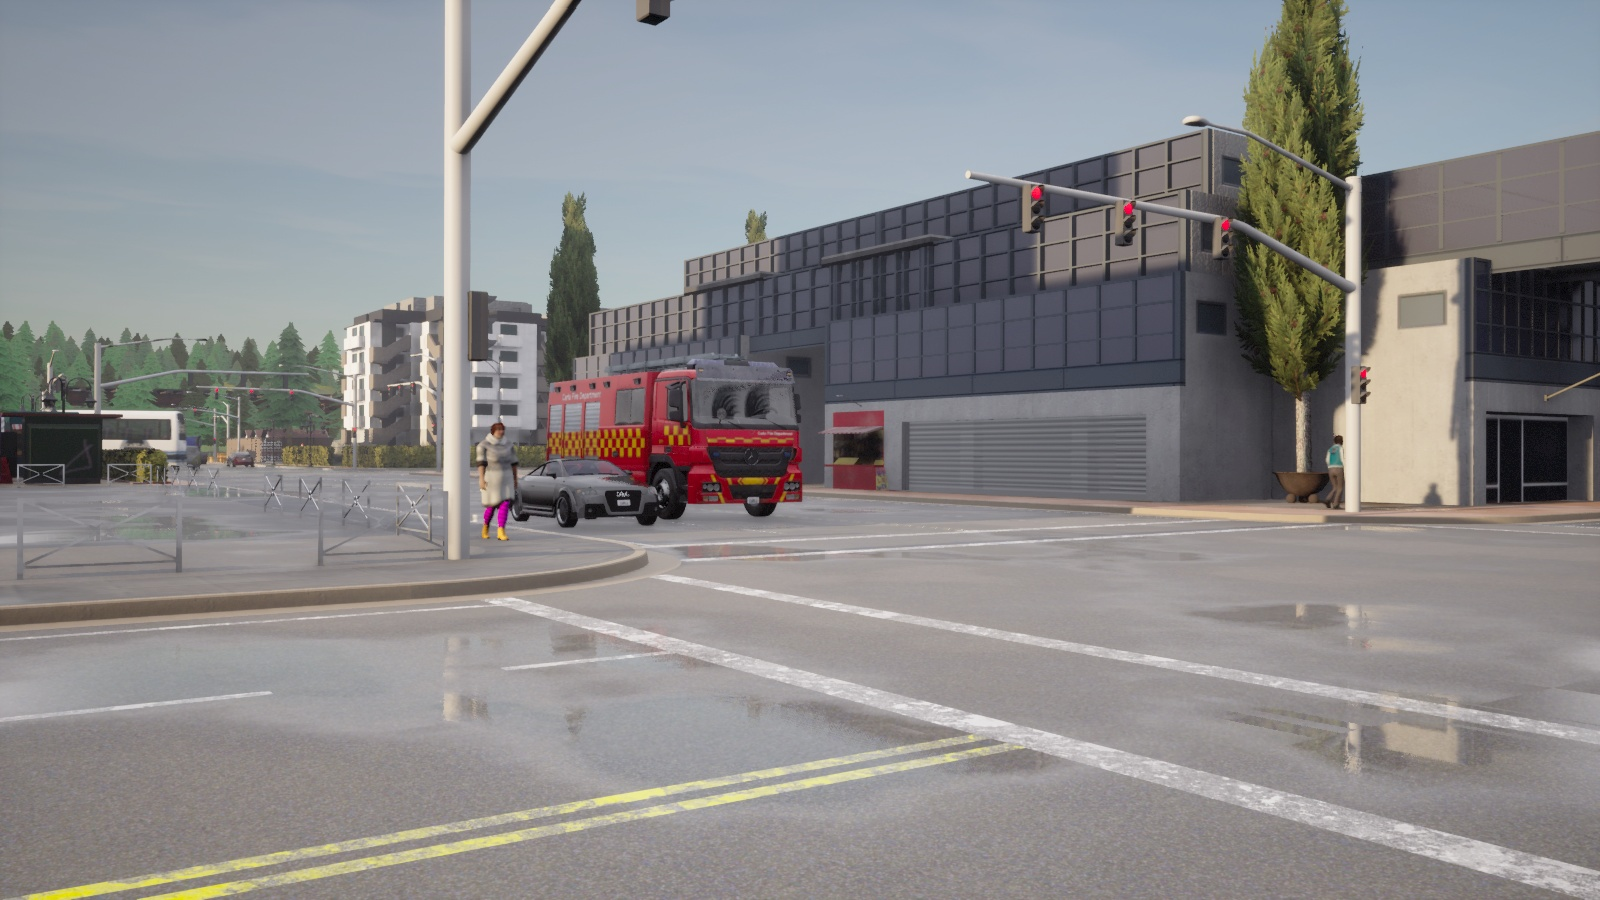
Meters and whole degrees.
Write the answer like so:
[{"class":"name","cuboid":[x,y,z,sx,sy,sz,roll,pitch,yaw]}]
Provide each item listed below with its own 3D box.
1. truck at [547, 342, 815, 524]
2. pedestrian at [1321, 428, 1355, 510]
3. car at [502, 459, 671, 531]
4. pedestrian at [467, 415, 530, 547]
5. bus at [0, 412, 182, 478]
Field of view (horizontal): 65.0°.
[{"class":"truck","cuboid":[-3.203,-0.338,30.756,2.891,3.827,8.468,0,0,-33]},{"class":"pedestrian","cuboid":[12.908,0.450,30.146,0.692,1.930,0.396,0,0,-26]},{"class":"car","cuboid":[-4.588,0.883,26.522,1.994,1.385,4.181,0,0,-34]},{"class":"pedestrian","cuboid":[-4.614,0.460,19.198,0.659,1.952,0.873,0,0,-35]},{"class":"bus","cuboid":[-47.149,-0.327,83.597,10.273,4.253,3.944,0,0,-17]}]
